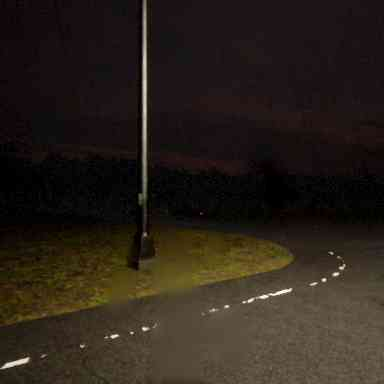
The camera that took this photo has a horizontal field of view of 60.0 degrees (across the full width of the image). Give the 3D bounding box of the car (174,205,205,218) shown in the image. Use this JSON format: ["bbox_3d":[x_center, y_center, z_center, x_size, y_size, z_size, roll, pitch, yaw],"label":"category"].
[{"bbox_3d":[-0.328,2.183,37.879,1.812,1.442,4.674,3,-3,-36],"label":"car"}]

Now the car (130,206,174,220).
[{"bbox_3d":[-4.002,1.923,31.015,1.895,1.301,4.718,3,-3,-36],"label":"car"}]

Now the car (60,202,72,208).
[{"bbox_3d":[-29.796,3.065,78.697,1.882,1.535,5.008,3,-3,-36],"label":"car"}]
